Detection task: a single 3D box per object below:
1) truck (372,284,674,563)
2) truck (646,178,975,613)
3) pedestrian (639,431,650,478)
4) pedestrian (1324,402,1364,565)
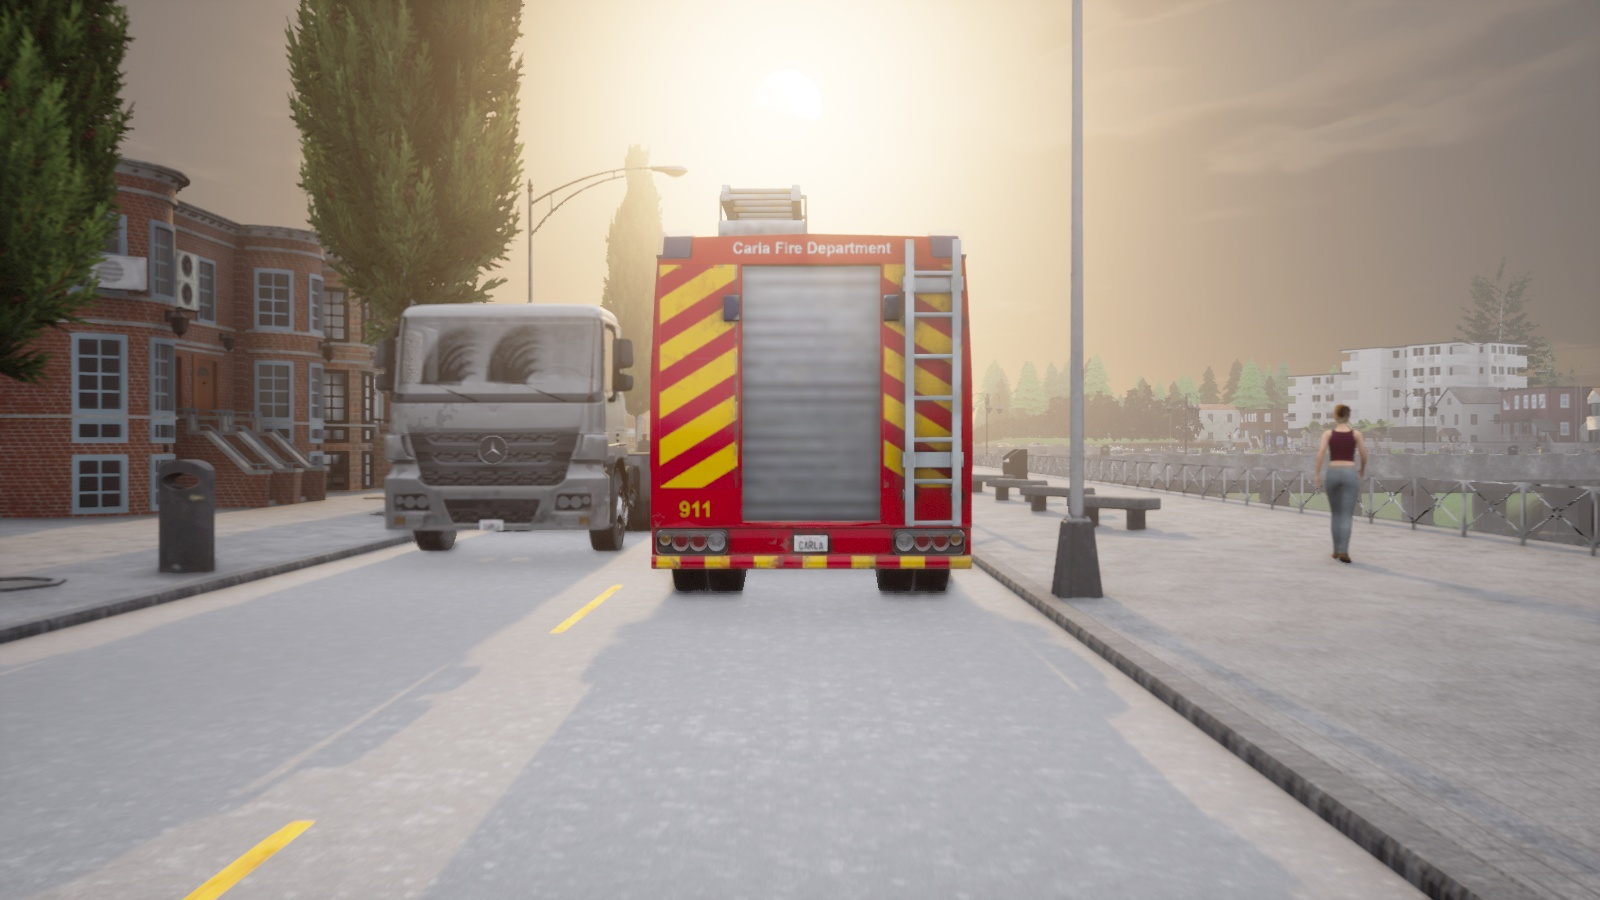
[{"bbox_3d":[-3.843,-0.349,19.574,2.891,3.462,7.936,0,0,0],"label":"truck"},{"bbox_3d":[0.131,-0.504,15.291,2.891,3.827,8.468,0,0,1],"label":"truck"},{"bbox_3d":[-6.198,0.169,49.908,0.370,1.835,0.726,0,0,-12],"label":"pedestrian"},{"bbox_3d":[6.289,0.380,14.512,0.345,1.836,0.594,0,0,31],"label":"pedestrian"}]
